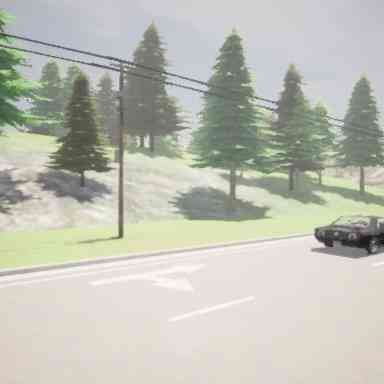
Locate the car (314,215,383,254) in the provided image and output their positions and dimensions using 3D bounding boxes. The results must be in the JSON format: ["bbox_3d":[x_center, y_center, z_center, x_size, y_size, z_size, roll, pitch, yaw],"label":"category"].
[{"bbox_3d":[7.051,1.563,13.310,4.718,1.301,1.895,0,0,-36],"label":"car"}]
